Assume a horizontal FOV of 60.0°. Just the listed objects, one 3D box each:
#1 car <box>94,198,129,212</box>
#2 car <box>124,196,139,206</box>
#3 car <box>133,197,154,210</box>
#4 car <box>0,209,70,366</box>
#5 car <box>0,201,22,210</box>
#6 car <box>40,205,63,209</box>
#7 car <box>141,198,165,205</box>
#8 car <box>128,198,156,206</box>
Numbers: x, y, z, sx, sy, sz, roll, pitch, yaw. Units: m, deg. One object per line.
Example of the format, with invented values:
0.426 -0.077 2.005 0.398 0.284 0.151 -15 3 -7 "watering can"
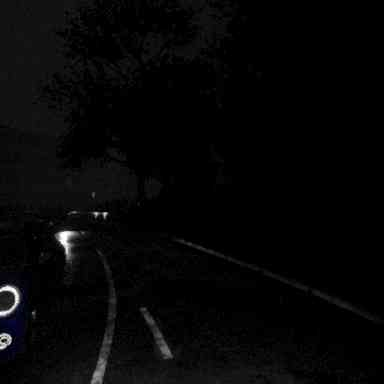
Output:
-10.944 1.905 44.464 2.033 1.411 5.357 0 -1 16 "car"
-11.288 1.703 59.876 5.566 2.045 2.435 0 0 15 "car"
-6.397 1.925 48.466 1.812 1.442 4.674 0 -1 16 "car"
-3.541 1.369 5.821 2.097 1.767 4.553 0 0 -13 "car"
-23.257 1.907 40.923 2.128 1.511 4.902 0 -1 17 "car"
-9.156 1.633 21.699 1.837 1.490 4.892 0 -1 -22 "car"
-8.250 2.063 70.761 4.674 1.452 2.002 0 0 15 "car"
-9.759 1.991 65.316 5.008 1.535 2.097 0 0 15 "car"
